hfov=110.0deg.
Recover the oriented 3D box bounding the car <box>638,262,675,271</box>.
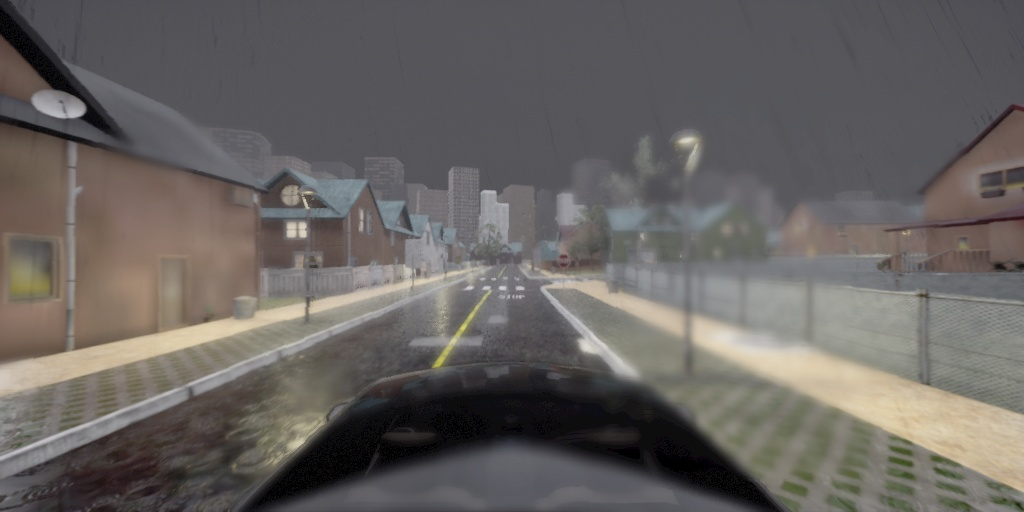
[{"bbox_3d":[11.507,1.236,29.377,5.008,1.535,1.882,-2,-1,1],"label":"car"}]
